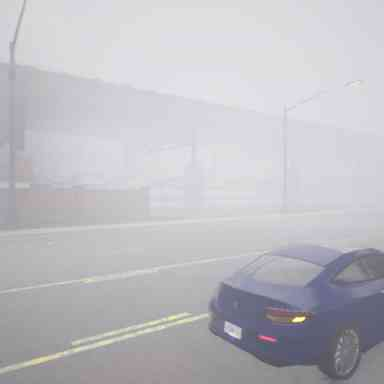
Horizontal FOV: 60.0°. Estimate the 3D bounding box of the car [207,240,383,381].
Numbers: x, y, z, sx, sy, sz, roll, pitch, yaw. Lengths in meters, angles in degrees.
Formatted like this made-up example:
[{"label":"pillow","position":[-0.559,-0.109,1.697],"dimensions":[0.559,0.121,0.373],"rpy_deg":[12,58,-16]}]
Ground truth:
[{"label":"car","position":[2.375,1.534,5.441],"dimensions":[4.674,1.442,1.812],"rpy_deg":[0,0,-35]}]
